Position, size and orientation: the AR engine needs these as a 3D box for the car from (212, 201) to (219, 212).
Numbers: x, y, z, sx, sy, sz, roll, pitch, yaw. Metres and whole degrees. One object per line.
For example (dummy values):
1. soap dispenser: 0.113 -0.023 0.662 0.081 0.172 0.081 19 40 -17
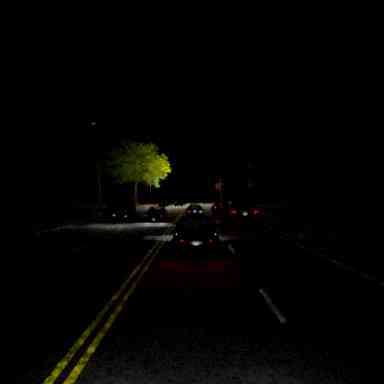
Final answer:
1. car: 3.566 1.915 41.342 2.097 1.767 4.553 0 -1 0

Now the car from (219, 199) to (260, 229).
1. car: 3.475 1.551 24.226 2.150 2.045 5.566 0 -1 0

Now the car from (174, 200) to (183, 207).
1. car: -2.865 2.542 72.684 2.033 1.411 5.357 0 -1 0

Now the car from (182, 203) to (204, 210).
1. car: 0.282 2.017 34.844 2.033 1.411 5.357 0 -1 0

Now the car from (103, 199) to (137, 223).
1. car: -6.443 1.625 30.388 2.150 2.045 5.566 0 -1 0

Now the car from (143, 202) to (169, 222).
1. car: -3.194 1.955 30.487 2.033 1.411 5.357 0 -1 0

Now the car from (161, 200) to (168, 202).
1. car: -6.115 2.540 72.702 2.033 1.411 5.357 0 -1 0

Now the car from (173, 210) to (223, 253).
1. car: 0.166 1.721 14.465 1.812 1.442 4.674 0 -1 0
